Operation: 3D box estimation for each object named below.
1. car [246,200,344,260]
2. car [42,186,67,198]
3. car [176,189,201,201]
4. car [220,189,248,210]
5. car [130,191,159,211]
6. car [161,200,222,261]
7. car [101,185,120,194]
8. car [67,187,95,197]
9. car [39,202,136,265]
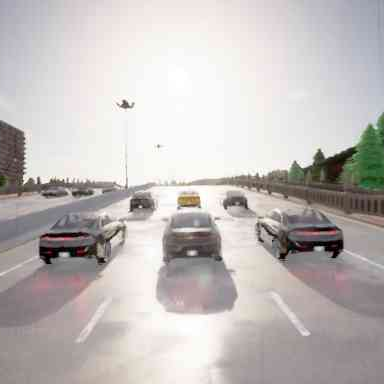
[{"bbox_3d":[3.480,1.260,11.562,2.128,1.511,4.902,-1,2,0],"label":"car"},{"bbox_3d":[-18.150,-0.020,44.525,2.033,1.411,5.357,-1,3,-1],"label":"car"},{"bbox_3d":[-0.243,0.490,27.324,1.882,1.535,5.008,-1,3,0],"label":"car"},{"bbox_3d":[3.267,0.518,26.342,1.812,1.442,4.674,-1,3,0],"label":"car"},{"bbox_3d":[-3.733,0.651,26.308,1.837,1.490,4.892,-1,4,0],"label":"car"},{"bbox_3d":[-0.020,1.346,11.730,1.837,1.490,4.892,-1,3,0],"label":"car"},{"bbox_3d":[-11.164,-0.232,45.950,1.994,1.385,4.181,-1,3,-1],"label":"car"},{"bbox_3d":[-14.652,-0.061,44.878,1.895,1.301,4.718,-1,3,-1],"label":"car"},{"bbox_3d":[-3.517,1.413,11.517,2.128,1.511,4.902,-1,2,0],"label":"car"}]
